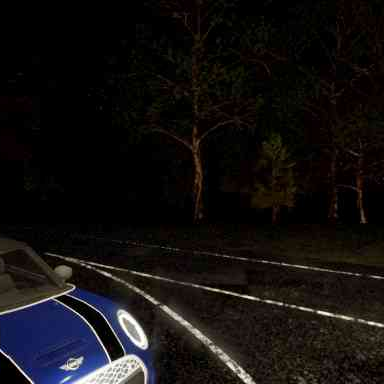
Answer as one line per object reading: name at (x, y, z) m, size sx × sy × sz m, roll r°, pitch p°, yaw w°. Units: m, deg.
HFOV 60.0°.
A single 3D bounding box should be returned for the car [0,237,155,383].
car at (-2.570, 1.338, 3.717) m, size 4.553 × 1.767 × 2.097 m, roll 1°, pitch 0°, yaw 36°
